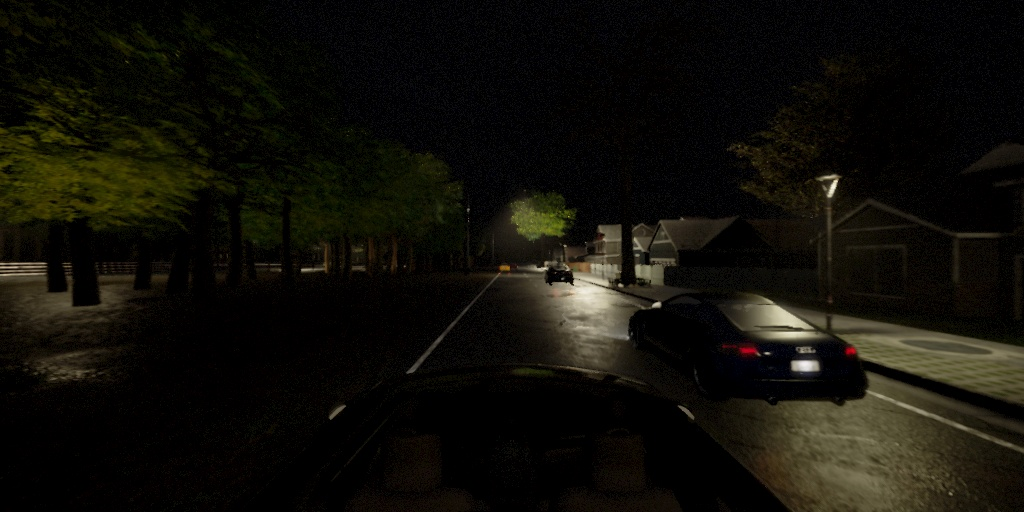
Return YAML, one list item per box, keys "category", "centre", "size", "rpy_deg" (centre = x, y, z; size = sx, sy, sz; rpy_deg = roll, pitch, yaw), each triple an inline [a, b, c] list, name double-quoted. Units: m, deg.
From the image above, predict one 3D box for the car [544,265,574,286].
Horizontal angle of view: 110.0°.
- category: "car"
  centre: [3.604, 1.452, 27.853]
  size: [2.128, 1.511, 4.902]
  rpy_deg: [0, -1, 0]

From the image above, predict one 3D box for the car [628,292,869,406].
- category: "car"
  centre: [3.601, 1.321, 6.407]
  size: [1.994, 1.385, 4.181]
  rpy_deg: [0, 0, 0]

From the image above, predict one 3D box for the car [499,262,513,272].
- category: "car"
  centre: [-1.216, 1.821, 58.035]
  size: [1.801, 1.575, 5.366]
  rpy_deg: [0, -1, 0]
